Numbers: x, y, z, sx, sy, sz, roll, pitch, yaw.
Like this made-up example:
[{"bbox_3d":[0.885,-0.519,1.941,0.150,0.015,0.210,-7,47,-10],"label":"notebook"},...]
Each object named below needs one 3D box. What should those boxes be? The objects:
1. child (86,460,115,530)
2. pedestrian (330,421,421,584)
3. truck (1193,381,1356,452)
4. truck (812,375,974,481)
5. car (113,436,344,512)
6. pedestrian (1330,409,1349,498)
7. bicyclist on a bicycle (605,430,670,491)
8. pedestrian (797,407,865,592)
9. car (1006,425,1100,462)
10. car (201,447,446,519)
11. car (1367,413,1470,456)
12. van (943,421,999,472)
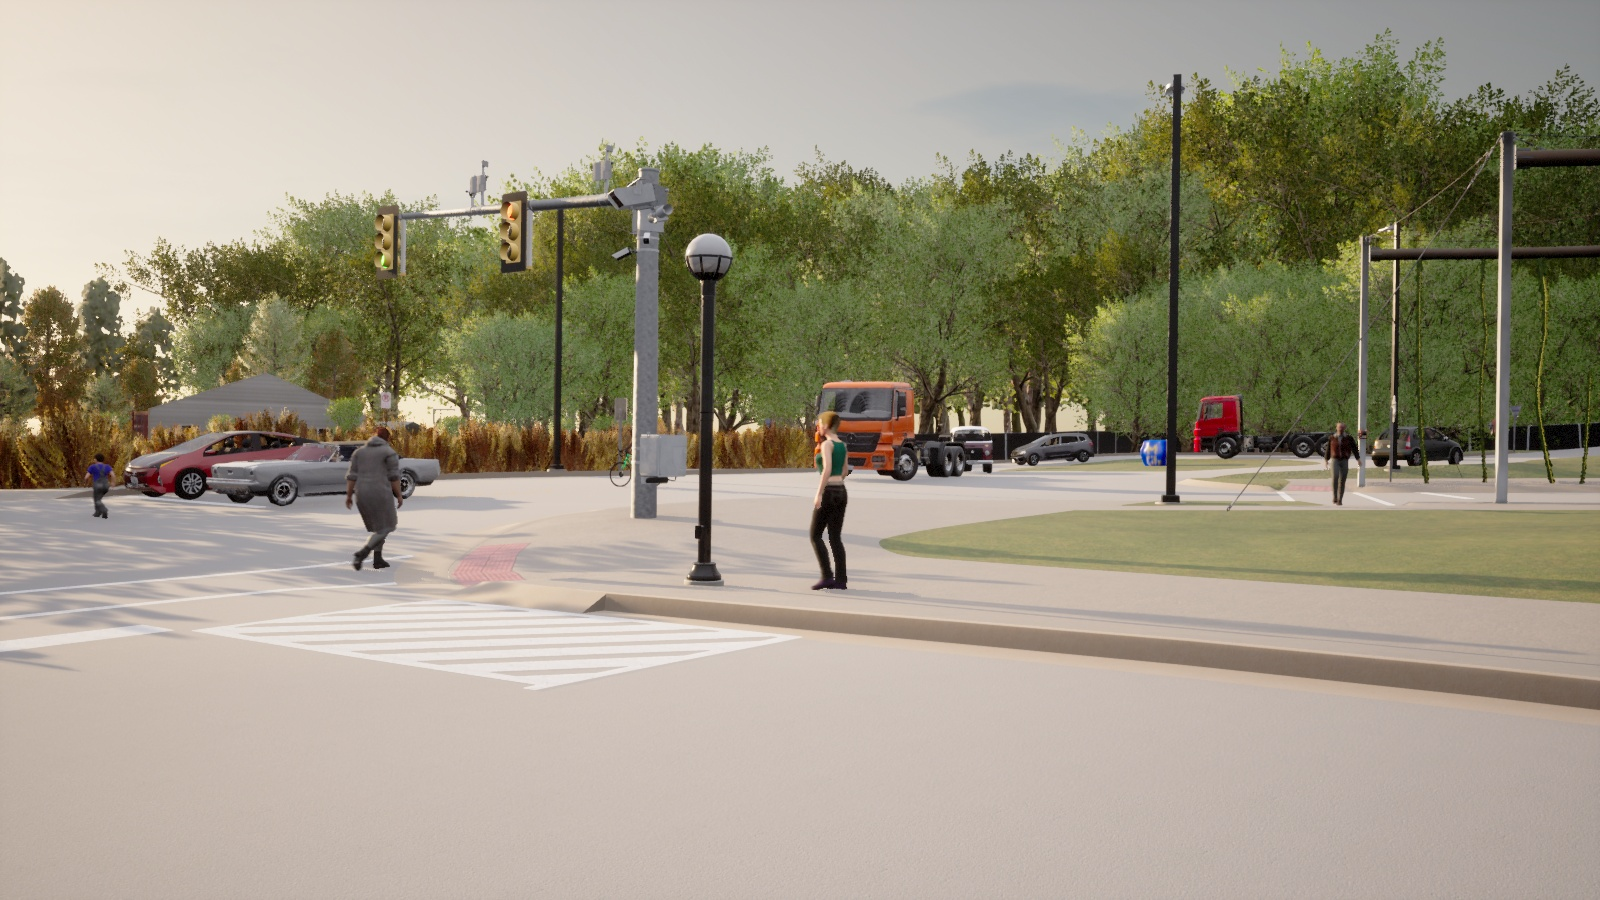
[{"bbox_3d":[-12.792,0.817,22.956,0.437,1.263,0.270,0,0,31],"label":"child"},{"bbox_3d":[-5.249,0.627,15.556,0.659,1.952,0.873,0,0,21],"label":"pedestrian"},{"bbox_3d":[25.443,-1.775,67.441,7.936,3.462,2.891,-2,2,23],"label":"truck"},{"bbox_3d":[3.540,-0.790,45.304,2.891,3.462,7.936,0,1,28],"label":"truck"},{"bbox_3d":[-13.418,0.513,29.720,2.007,1.525,4.514,0,2,37],"label":"car"},{"bbox_3d":[11.490,0.075,26.739,0.376,1.854,0.720,0,0,24],"label":"pedestrian"},{"bbox_3d":[-4.405,0.283,34.001,1.656,1.620,0.582,0,1,-33],"label":"bicyclist on a bicycle"},{"bbox_3d":[0.316,0.493,12.831,0.594,1.836,0.345,0,0,37],"label":"pedestrian"},{"bbox_3d":[14.184,-0.384,70.539,4.611,1.667,2.242,-5,1,-10],"label":"car"},{"bbox_3d":[-10.371,0.656,27.668,1.895,1.301,4.718,0,2,37],"label":"car"},{"bbox_3d":[24.921,-0.631,50.596,3.988,1.617,1.851,-2,1,-32],"label":"car"},{"bbox_3d":[7.364,-0.158,54.363,2.069,2.038,4.480,-2,0,4],"label":"van"}]
